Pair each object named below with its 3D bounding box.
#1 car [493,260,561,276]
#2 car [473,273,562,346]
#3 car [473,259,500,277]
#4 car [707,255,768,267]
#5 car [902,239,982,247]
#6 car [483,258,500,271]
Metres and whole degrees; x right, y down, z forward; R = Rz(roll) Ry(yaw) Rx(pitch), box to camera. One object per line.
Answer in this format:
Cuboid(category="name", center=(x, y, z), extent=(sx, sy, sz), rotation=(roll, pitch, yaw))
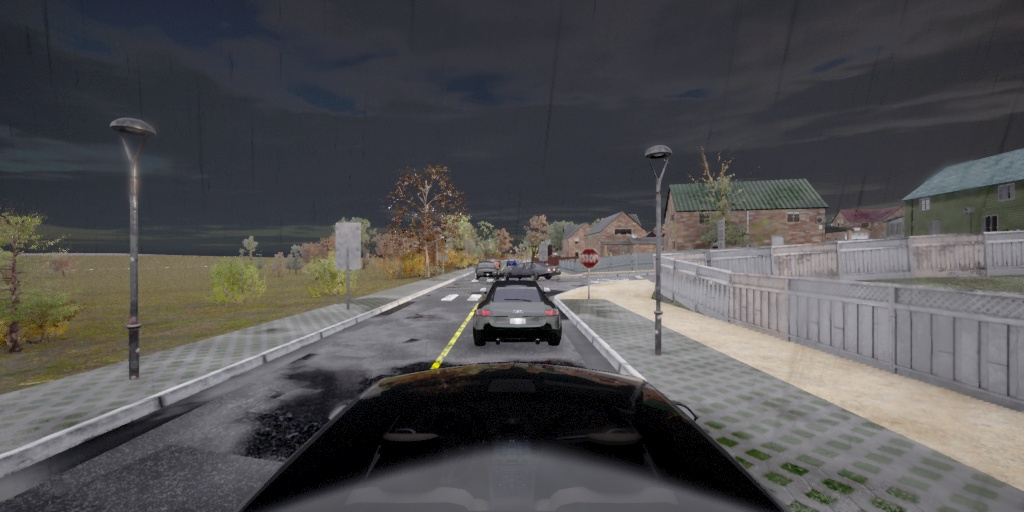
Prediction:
Cuboid(category="car", center=(1.297, 1.198, 28.430), extent=(5.357, 1.411, 2.033), rotation=(-4, -3, 43))
Cuboid(category="car", center=(0.091, 1.313, 9.414), extent=(1.994, 1.385, 4.181), rotation=(0, 0, -1))
Cuboid(category="car", center=(-2.294, 1.258, 31.336), extent=(1.837, 1.490, 4.892), rotation=(0, 0, -8))
Cuboid(category="car", center=(14.356, 0.413, 22.826), extent=(4.181, 1.385, 1.994), rotation=(-3, 0, 16))
Cuboid(category="car", center=(23.860, -0.209, 20.418), extent=(4.902, 1.511, 2.128), rotation=(-3, 0, 14))
Cuboid(category="car", center=(-2.920, 1.121, 51.154), extent=(2.097, 1.767, 4.553), rotation=(0, 0, 1))
